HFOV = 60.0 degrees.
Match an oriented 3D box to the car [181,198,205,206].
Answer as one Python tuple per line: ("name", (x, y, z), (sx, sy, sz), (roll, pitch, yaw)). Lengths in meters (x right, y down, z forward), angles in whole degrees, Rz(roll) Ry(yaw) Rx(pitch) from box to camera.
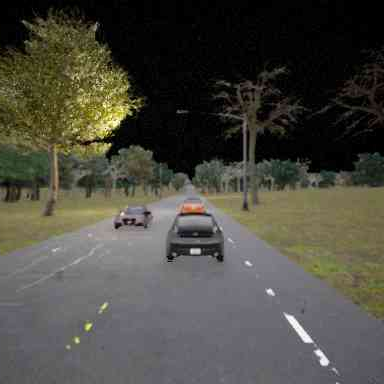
("car", (0.097, 1.277, 29.157), (2.097, 1.767, 4.553), (0, 0, 0))

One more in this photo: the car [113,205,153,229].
("car", (-3.598, 1.530, 21.049), (1.994, 1.385, 4.181), (0, 0, 0))

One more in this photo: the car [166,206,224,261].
("car", (0.099, 1.494, 12.220), (1.837, 1.490, 4.892), (0, 0, 0))
